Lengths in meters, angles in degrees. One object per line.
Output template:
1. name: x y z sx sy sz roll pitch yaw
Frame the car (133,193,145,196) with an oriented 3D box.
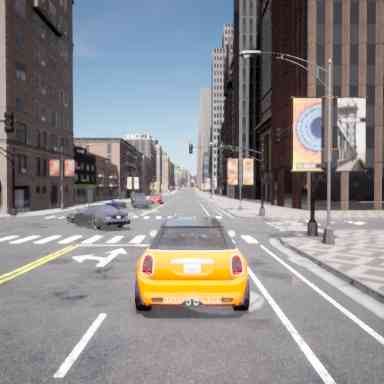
1. car: -9.792 1.241 61.251 2.150 2.045 5.566 0 0 1

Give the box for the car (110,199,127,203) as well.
1. car: -9.834 1.614 43.389 1.895 1.301 4.718 0 0 0

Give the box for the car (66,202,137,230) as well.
1. car: -6.111 1.547 21.317 2.033 1.411 5.357 0 0 -45

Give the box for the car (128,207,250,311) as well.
1. car: 0.013 1.350 7.909 2.097 1.767 4.553 0 0 0

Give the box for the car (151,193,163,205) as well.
1. car: -6.542 1.242 61.498 2.150 2.045 5.566 0 0 1

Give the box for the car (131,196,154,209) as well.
1. car: -6.582 1.577 44.065 1.994 1.385 4.181 0 0 0
